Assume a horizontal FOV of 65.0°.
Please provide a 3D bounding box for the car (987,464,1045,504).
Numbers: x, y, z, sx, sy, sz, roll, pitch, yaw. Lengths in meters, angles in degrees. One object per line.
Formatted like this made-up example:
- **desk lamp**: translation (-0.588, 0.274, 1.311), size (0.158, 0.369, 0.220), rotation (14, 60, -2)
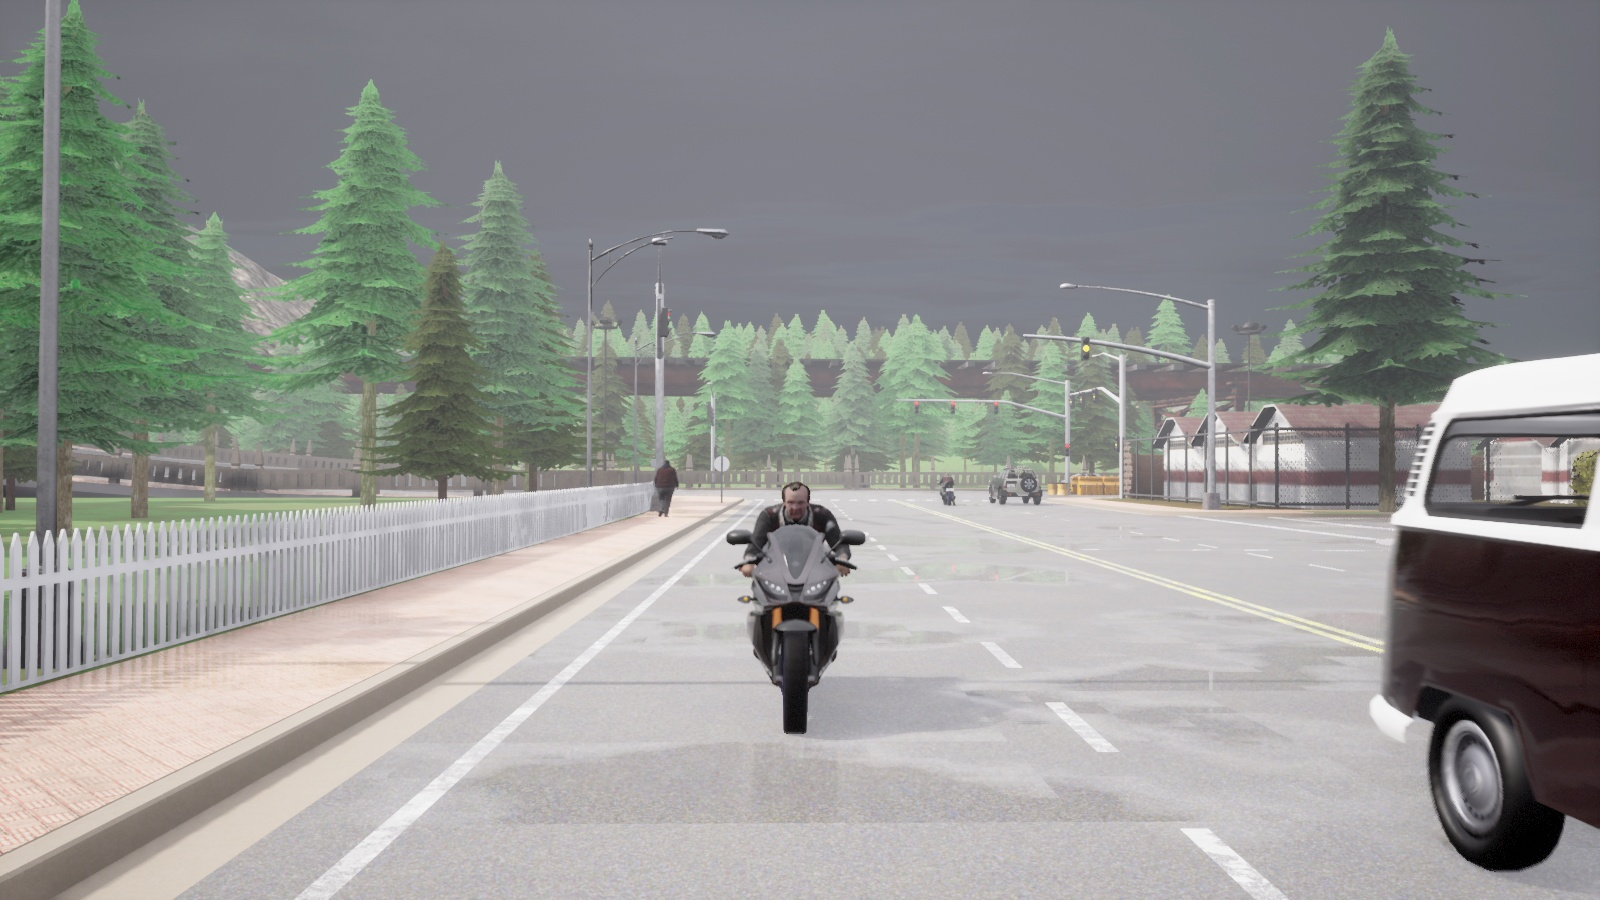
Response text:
- **car**: translation (10.351, 1.604, 60.516), size (1.932, 1.855, 4.605), rotation (0, -1, 0)

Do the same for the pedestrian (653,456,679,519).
- **pedestrian**: translation (-4.033, 1.122, 37.788), size (0.634, 1.844, 0.899), rotation (0, -1, 4)

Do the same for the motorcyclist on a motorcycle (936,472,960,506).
- **motorcyclist on a motorcycle**: translation (6.856, 1.800, 58.352), size (0.866, 1.530, 2.191), rotation (0, -1, 0)

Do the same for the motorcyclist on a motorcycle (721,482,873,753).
- **motorcyclist on a motorcycle**: translation (-0.021, 0.989, 8.298), size (0.866, 1.530, 2.191), rotation (0, -1, 0)

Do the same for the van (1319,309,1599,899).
- **van**: translation (3.489, 0.583, 3.669), size (2.069, 2.038, 4.480), rotation (0, -1, 0)
